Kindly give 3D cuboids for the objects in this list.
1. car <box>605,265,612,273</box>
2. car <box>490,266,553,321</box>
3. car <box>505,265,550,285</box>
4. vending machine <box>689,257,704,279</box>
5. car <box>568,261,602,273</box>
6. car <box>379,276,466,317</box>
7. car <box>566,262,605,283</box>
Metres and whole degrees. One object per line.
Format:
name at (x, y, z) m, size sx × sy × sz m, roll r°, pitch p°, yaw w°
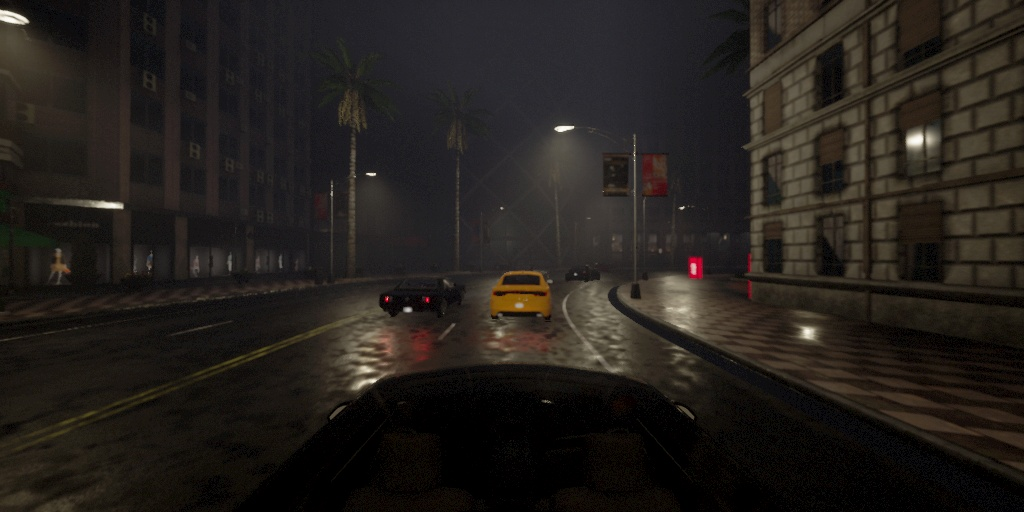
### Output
car at (10.731, 1.505, 45.685) m, size 4.181 × 1.385 × 1.994 m, roll 0°, pitch 0°, yaw -35°
car at (0.422, 1.276, 12.783) m, size 1.882 × 1.535 × 5.008 m, roll 0°, pitch 0°, yaw 5°
car at (1.357, 1.469, 28.838) m, size 1.895 × 1.301 × 4.718 m, roll 0°, pitch 0°, yaw 26°
vending machine at (16.338, 1.077, 31.926) m, size 1.100 × 2.100 × 0.880 m, roll 0°, pitch 0°, yaw 45°
car at (10.065, 1.484, 49.480) m, size 4.674 × 1.442 × 1.812 m, roll 0°, pitch 0°, yaw -32°
car at (-3.058, 1.401, 13.387) m, size 1.895 × 1.301 × 4.718 m, roll 0°, pitch 0°, yaw 5°
car at (6.040, 1.437, 30.045) m, size 1.994 × 1.385 × 4.181 m, roll 0°, pitch 0°, yaw 30°
